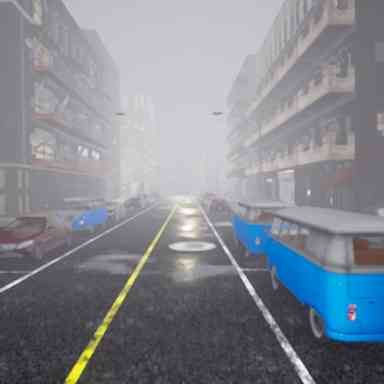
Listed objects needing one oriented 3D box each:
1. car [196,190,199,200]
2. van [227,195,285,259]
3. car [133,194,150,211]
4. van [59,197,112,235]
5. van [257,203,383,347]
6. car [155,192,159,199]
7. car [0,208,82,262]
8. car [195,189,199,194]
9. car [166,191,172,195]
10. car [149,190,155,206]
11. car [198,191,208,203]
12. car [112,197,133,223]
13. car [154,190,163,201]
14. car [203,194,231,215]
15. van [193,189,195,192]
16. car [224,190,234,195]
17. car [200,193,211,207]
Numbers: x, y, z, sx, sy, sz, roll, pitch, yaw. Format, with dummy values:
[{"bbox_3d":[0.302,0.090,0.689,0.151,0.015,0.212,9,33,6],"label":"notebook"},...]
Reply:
[{"bbox_3d":[1.959,0.802,45.144,1.967,1.590,4.097,0,1,-1],"label":"car"},{"bbox_3d":[2.419,1.164,11.583,1.690,1.788,3.998,0,1,-1],"label":"van"},{"bbox_3d":[-5.766,1.137,33.851,1.947,1.339,4.313,0,1,-1],"label":"car"},{"bbox_3d":[-5.538,1.143,17.069,1.690,1.788,3.998,0,1,-1],"label":"van"},{"bbox_3d":[2.495,1.240,5.989,1.690,1.788,3.998,0,1,-1],"label":"van"},{"bbox_3d":[-5.920,0.998,45.038,1.802,1.307,4.206,0,1,-1],"label":"car"},{"bbox_3d":[-5.459,1.460,11.479,1.802,1.307,4.206,0,1,-1],"label":"car"},{"bbox_3d":[1.882,0.724,50.737,1.967,1.590,4.097,0,1,-1],"label":"car"},{"bbox_3d":[-6.565,0.302,94.422,1.802,1.307,4.206,0,1,-1],"label":"car"},{"bbox_3d":[-5.844,0.934,39.443,1.967,1.590,4.097,0,1,-1],"label":"car"},{"bbox_3d":[2.035,0.880,39.550,1.967,1.590,4.097,0,1,-1],"label":"car"},{"bbox_3d":[-5.613,1.276,22.665,2.008,1.369,4.403,0,1,-1],"label":"car"},{"bbox_3d":[-6.076,0.575,56.221,2.192,1.841,5.009,0,1,-1],"label":"car"},{"bbox_3d":[2.190,1.139,28.366,1.887,1.381,4.507,0,1,-1],"label":"car"},{"bbox_3d":[1.282,0.009,94.364,1.690,1.788,3.998,0,1,-1],"label":"van"},{"bbox_3d":[9.826,0.241,75.637,4.892,1.490,1.837,-1,1,-2],"label":"car"},{"bbox_3d":[2.113,1.099,33.959,1.802,1.307,4.206,0,1,-1],"label":"car"}]
